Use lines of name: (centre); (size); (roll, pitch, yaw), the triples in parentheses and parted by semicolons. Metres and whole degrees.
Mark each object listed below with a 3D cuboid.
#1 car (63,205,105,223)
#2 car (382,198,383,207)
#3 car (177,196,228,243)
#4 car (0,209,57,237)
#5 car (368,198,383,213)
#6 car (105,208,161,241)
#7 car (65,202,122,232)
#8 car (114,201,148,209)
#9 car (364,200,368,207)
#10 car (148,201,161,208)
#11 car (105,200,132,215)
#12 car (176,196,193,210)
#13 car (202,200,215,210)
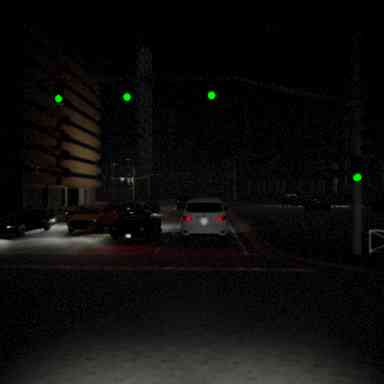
car: (-9.328, 1.828, 29.145); (1.895, 1.301, 4.718); (0, 0, 4)
car: (31.039, 1.638, 50.991); (1.784, 1.438, 3.905); (0, 0, 4)
car: (0.671, 1.338, 16.945); (2.150, 2.045, 5.566); (0, 0, 3)
car: (-9.904, 1.710, 19.570); (2.033, 1.411, 5.357); (0, 0, 3)
car: (21.452, 1.594, 36.459); (1.970, 1.475, 3.806); (0, 0, 4)
car: (-2.801, 1.730, 17.511); (1.895, 1.301, 4.718); (0, 0, 3)
car: (-6.283, 1.643, 21.445); (1.882, 1.535, 5.008); (0, 0, 3)
car: (-5.726, 1.733, 30.699); (1.837, 1.490, 4.892); (0, 0, 4)
car: (28.149, 1.678, 51.172); (1.970, 1.475, 3.806); (0, 0, 4)
car: (-5.032, 1.847, 41.286); (2.033, 1.411, 5.357); (0, 0, 4)
car: (-8.654, 1.775, 39.609); (1.882, 1.535, 5.008); (0, 0, 4)
car: (-1.026, 1.568, 49.557); (2.150, 2.045, 5.566); (0, 0, 3)
car: (2.513, 1.906, 50.129); (1.994, 1.385, 4.181); (0, 0, 3)
